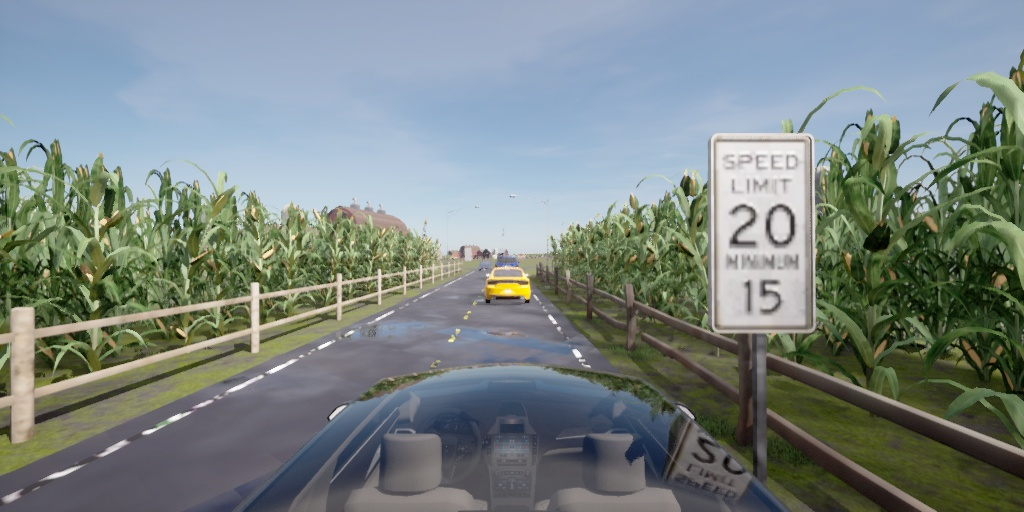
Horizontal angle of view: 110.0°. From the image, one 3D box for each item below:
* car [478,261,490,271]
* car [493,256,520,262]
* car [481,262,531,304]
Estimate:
[{"bbox_3d":[-3.565,1.362,48.626,2.033,1.411,5.357,0,0,-1],"label":"car"},{"bbox_3d":[-0.491,1.014,31.568,2.150,2.045,5.566,0,0,-1],"label":"car"},{"bbox_3d":[-0.207,1.237,16.539,1.882,1.535,5.008,0,0,-1],"label":"car"}]
